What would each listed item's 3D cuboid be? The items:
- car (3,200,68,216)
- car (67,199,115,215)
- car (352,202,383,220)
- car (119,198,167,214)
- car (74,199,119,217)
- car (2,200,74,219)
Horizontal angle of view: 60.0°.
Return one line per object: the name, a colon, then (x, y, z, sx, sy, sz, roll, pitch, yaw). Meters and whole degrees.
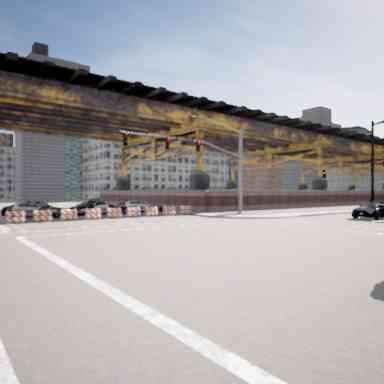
car: (-12.792, 1.290, 27.256, 4.536, 1.218, 1.853, 0, 0, 8)
car: (-8.979, 1.285, 29.982, 1.853, 1.218, 4.536, 0, 0, 18)
car: (15.147, 1.536, 27.685, 4.181, 1.385, 1.994, 0, 0, -36)
car: (-5.135, 1.280, 33.685, 4.536, 1.218, 1.853, 0, 0, -7)
car: (-8.995, 1.443, 29.933, 2.038, 1.542, 4.974, 0, 0, 18)
car: (-12.741, 1.447, 27.249, 4.974, 1.542, 2.038, 0, 0, 8)
